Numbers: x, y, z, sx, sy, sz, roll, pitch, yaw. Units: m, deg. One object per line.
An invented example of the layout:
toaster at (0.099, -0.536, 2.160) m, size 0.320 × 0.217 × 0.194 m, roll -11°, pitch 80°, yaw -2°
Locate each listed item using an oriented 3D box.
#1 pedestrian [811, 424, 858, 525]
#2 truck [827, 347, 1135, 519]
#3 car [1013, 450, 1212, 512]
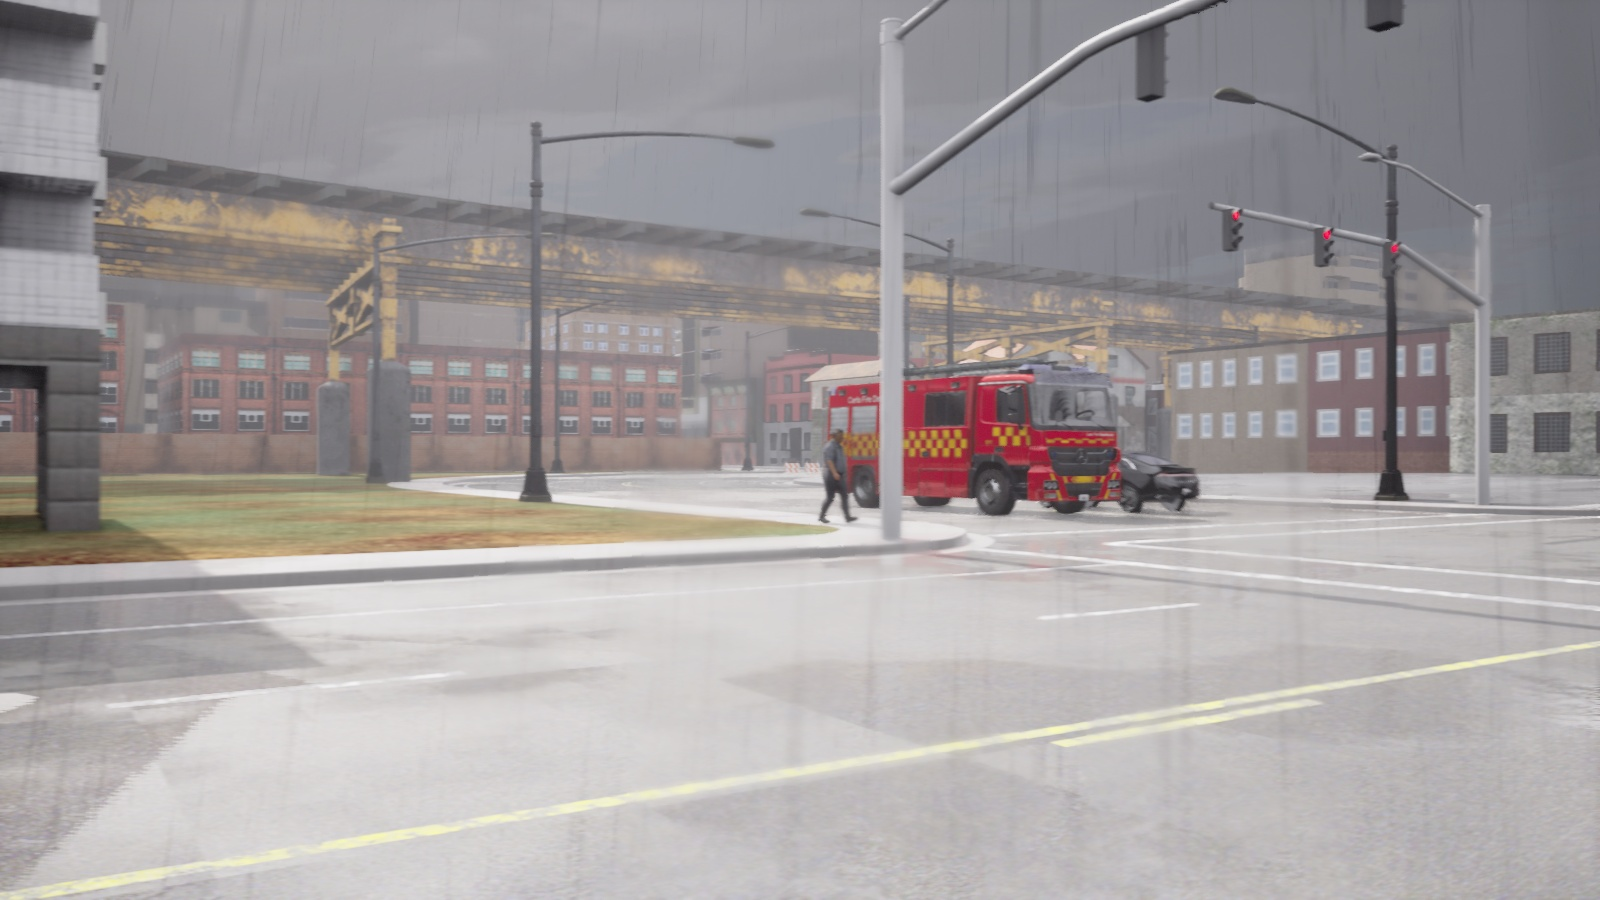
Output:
pedestrian at (0.646, 0.453, 23.411) m, size 0.694 × 1.848 × 0.540 m, roll 0°, pitch 0°, yaw 38°
truck at (4.317, -0.361, 32.286) m, size 2.891 × 3.827 × 8.468 m, roll 0°, pitch 0°, yaw -34°
car at (8.084, 0.753, 32.946) m, size 2.128 × 1.511 × 4.902 m, roll 0°, pitch 0°, yaw -34°
